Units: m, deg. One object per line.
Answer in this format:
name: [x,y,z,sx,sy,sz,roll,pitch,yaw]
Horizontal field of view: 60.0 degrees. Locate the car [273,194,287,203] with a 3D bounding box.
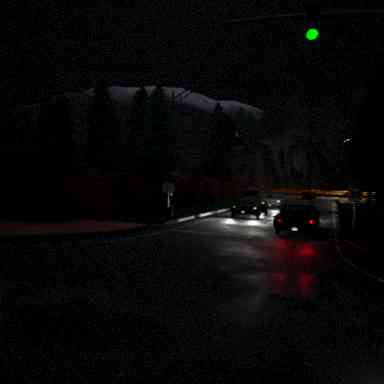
car: [7.989,0.846,32.329,1.895,1.301,4.718,2,2,23]

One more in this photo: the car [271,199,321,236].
car: [5.253,1.250,16.227,1.895,1.301,4.718,2,2,23]

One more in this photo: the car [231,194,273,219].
car: [4.131,0.936,23.091,1.812,1.442,4.674,2,2,23]
